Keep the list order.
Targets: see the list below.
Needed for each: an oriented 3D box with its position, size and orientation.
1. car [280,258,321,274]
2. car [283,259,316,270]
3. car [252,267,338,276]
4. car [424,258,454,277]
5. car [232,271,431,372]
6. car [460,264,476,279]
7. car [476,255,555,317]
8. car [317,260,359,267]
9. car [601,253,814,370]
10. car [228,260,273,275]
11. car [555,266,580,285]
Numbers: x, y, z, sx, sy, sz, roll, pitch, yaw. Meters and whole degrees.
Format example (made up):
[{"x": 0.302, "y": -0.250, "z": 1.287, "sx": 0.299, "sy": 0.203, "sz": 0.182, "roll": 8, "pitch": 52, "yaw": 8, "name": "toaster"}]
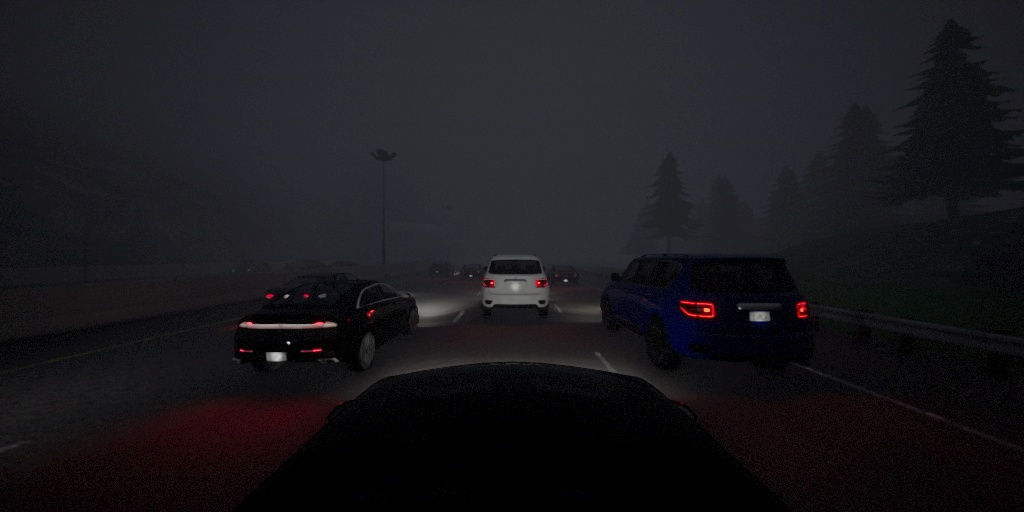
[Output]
[{"x": -24.590, "y": 1.101, "z": 41.944, "sx": 2.097, "sy": 1.767, "sz": 4.553, "roll": 0, "pitch": 0, "yaw": 0, "name": "car"}, {"x": -21.095, "y": 1.242, "z": 37.416, "sx": 2.128, "sy": 1.511, "sz": 4.902, "roll": 0, "pitch": 0, "yaw": 0, "name": "car"}, {"x": -6.901, "y": 1.297, "z": 13.578, "sx": 2.033, "sy": 1.411, "sz": 5.357, "roll": 0, "pitch": 0, "yaw": 0, "name": "car"}, {"x": -6.905, "y": 1.241, "z": 35.451, "sx": 2.128, "sy": 1.511, "sz": 4.902, "roll": 0, "pitch": 0, "yaw": 0, "name": "car"}, {"x": -3.403, "y": 1.241, "z": 7.604, "sx": 2.128, "sy": 1.511, "sz": 4.902, "roll": 0, "pitch": 0, "yaw": 0, "name": "car"}, {"x": -3.404, "y": 1.350, "z": 31.770, "sx": 1.895, "sy": 1.301, "sz": 4.718, "roll": 0, "pitch": 0, "yaw": 0, "name": "car"}, {"x": 0.098, "y": 0.971, "z": 13.274, "sx": 2.150, "sy": 2.045, "sz": 5.566, "roll": 0, "pitch": 0, "yaw": 0, "name": "car"}, {"x": -17.597, "y": 1.227, "z": 37.024, "sx": 1.882, "sy": 1.535, "sz": 5.008, "roll": 0, "pitch": 0, "yaw": 0, "name": "car"}, {"x": 3.600, "y": 0.971, "z": 7.894, "sx": 2.150, "sy": 2.045, "sz": 5.566, "roll": 0, "pitch": 0, "yaw": 0, "name": "car"}, {"x": -28.092, "y": 1.241, "z": 38.622, "sx": 2.128, "sy": 1.511, "sz": 4.902, "roll": 0, "pitch": 0, "yaw": 0, "name": "car"}, {"x": 3.595, "y": 1.350, "z": 26.189, "sx": 1.895, "sy": 1.301, "sz": 4.718, "roll": 0, "pitch": 0, "yaw": 0, "name": "car"}]
